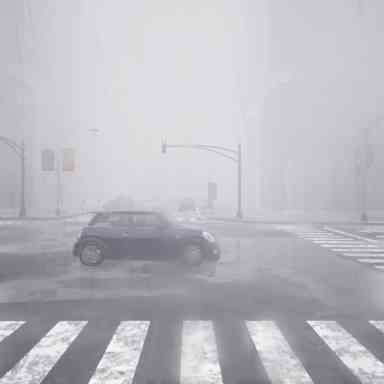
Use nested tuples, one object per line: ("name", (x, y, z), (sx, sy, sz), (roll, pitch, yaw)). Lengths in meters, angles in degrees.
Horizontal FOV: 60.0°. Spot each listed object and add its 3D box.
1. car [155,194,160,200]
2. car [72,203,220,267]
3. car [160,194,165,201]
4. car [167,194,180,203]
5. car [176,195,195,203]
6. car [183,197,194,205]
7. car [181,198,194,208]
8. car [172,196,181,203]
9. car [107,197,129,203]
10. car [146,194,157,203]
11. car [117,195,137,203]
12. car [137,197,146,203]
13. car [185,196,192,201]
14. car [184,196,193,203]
("car", (-9.291, 1.417, 76.885), (2.192, 1.841, 5.009), (0, 0, 0))
("car", (-1.372, 1.357, 10.869), (4.553, 1.767, 2.097), (0, -1, 0))
("car", (-9.376, 1.696, 93.162), (1.887, 1.381, 4.507), (0, 0, 0))
("car", (-3.366, 1.576, 65.713), (1.837, 1.490, 4.892), (0, 0, 0))
("car", (-0.564, 1.448, 38.946), (1.967, 1.590, 4.097), (0, 0, 0))
("car", (-0.679, 1.603, 60.645), (1.887, 1.381, 4.507), (0, 0, 0))
("car", (-0.621, 1.614, 49.795), (1.802, 1.307, 4.206), (0, 0, 0))
("car", (-3.518, 1.651, 75.798), (1.994, 1.385, 4.181), (0, 0, 0))
("car", (-9.088, 1.574, 38.903), (1.947, 1.339, 4.313), (0, 0, 0))
("car", (-9.261, 1.669, 71.459), (1.802, 1.307, 4.206), (0, 0, 0))
("car", (-9.118, 1.335, 44.329), (2.192, 1.841, 5.009), (0, 0, 0))
("car", (-9.174, 1.570, 55.011), (1.752, 1.417, 4.829), (0, 0, 0))
("car", (-0.852, 1.696, 93.195), (1.887, 1.381, 4.507), (0, 0, 0))
("car", (-0.737, 1.612, 71.665), (1.752, 1.417, 4.829), (0, 0, 0))
